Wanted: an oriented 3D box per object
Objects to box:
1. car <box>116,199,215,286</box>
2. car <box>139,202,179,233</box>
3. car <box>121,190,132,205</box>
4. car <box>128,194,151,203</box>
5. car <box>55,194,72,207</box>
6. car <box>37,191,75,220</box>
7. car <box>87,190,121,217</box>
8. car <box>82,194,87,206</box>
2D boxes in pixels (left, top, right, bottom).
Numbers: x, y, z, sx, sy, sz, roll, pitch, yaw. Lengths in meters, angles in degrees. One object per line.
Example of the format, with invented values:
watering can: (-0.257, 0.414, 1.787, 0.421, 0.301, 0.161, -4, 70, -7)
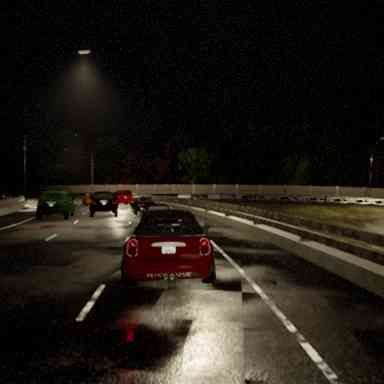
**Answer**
car: (-0.668, 1.253, 9.308, 2.097, 1.767, 4.553, 0, 1, -5)
car: (-2.020, 1.361, 19.270, 1.994, 1.385, 4.181, 0, 1, -10)
car: (-9.197, 0.766, 43.633, 2.150, 2.045, 5.566, 0, 1, -22)
car: (-4.467, 1.190, 30.212, 1.837, 1.490, 4.892, 0, 1, -15)
car: (-17.095, 1.050, 44.182, 1.837, 1.490, 4.892, 0, 1, -25)
car: (-10.432, 0.957, 25.743, 2.150, 2.045, 5.566, 0, 1, -14)
car: (-7.465, 0.930, 28.213, 2.150, 2.045, 5.566, 0, 1, -15)
car: (-13.767, 1.009, 45.287, 1.882, 1.535, 5.008, 0, 1, -24)
